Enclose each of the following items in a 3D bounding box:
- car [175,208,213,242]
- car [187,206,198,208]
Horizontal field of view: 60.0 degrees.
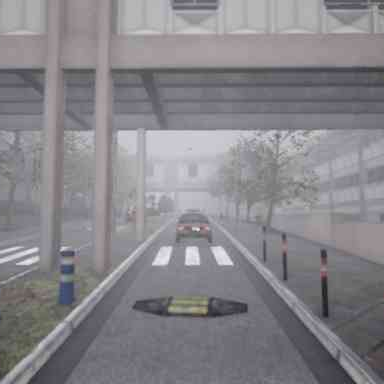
[{"bbox_3d":[0.091,1.775,17.666,2.033,1.411,5.357,0,-1,0],"label":"car"},{"bbox_3d":[0.093,2.564,41.705,1.837,1.490,4.892,0,-2,0],"label":"car"}]
